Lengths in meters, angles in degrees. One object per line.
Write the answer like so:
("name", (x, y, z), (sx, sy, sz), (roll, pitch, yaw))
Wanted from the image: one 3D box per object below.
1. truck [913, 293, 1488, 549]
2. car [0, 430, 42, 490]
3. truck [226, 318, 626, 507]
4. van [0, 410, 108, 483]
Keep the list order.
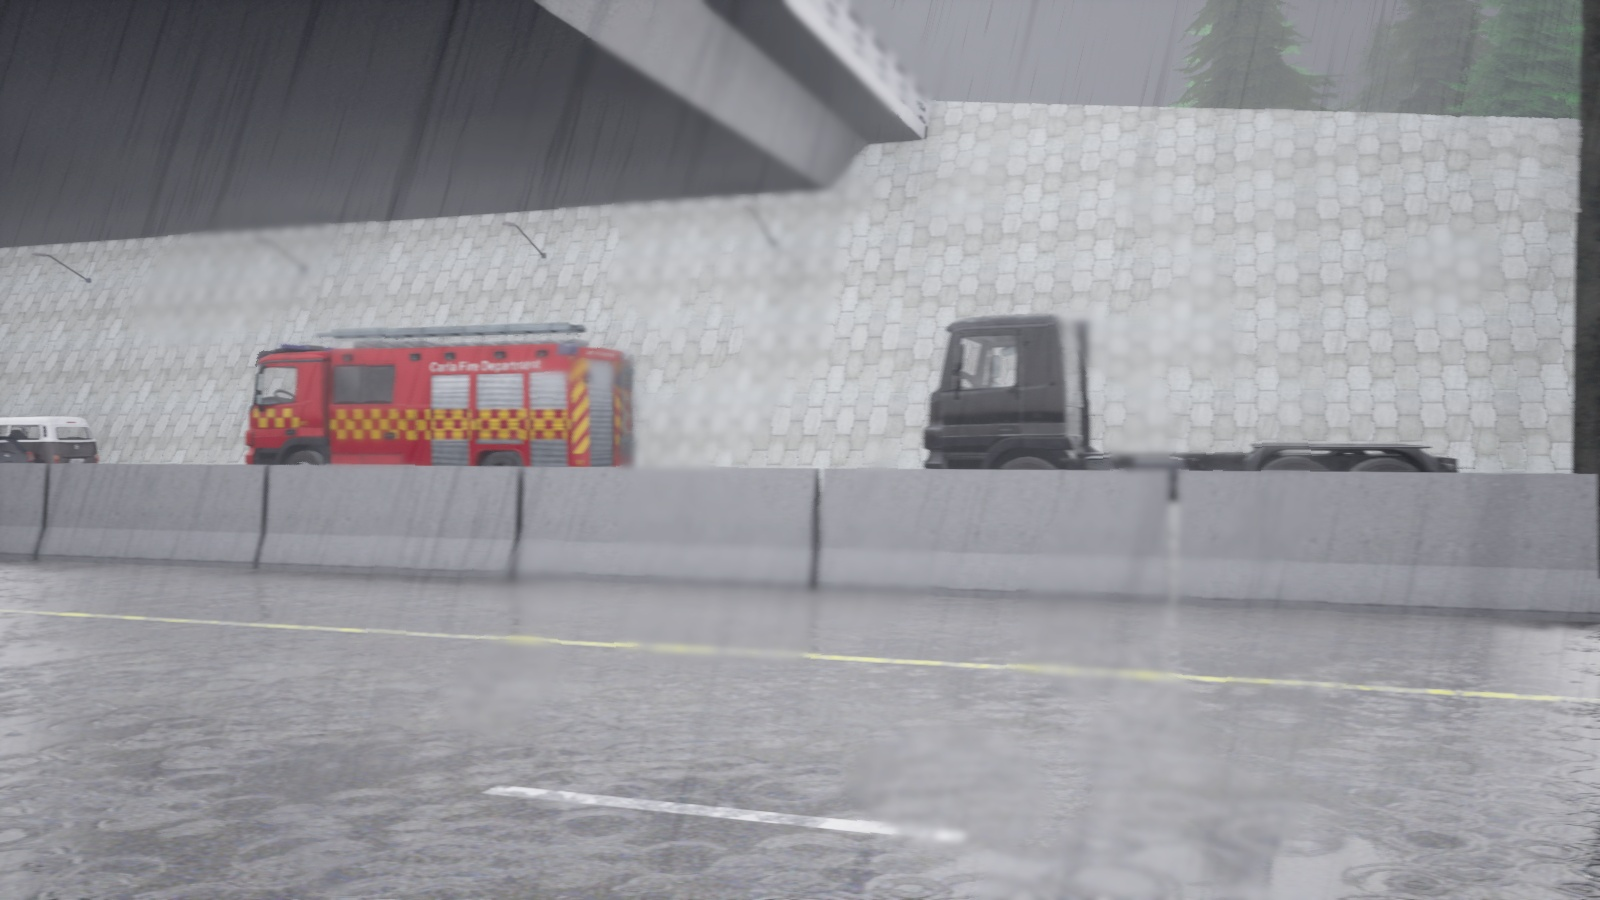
("truck", (5.993, -0.447, 19.625), (7.936, 3.462, 2.891), (1, 1, 19))
("car", (-21.943, 0.234, 32.727), (3.633, 1.501, 1.845), (1, 1, 19))
("truck", (-8.379, -0.820, 28.150), (8.468, 3.827, 2.891), (1, 1, 19))
("van", (-22.836, -0.124, 36.713), (4.480, 2.038, 2.069), (1, 1, 19))
